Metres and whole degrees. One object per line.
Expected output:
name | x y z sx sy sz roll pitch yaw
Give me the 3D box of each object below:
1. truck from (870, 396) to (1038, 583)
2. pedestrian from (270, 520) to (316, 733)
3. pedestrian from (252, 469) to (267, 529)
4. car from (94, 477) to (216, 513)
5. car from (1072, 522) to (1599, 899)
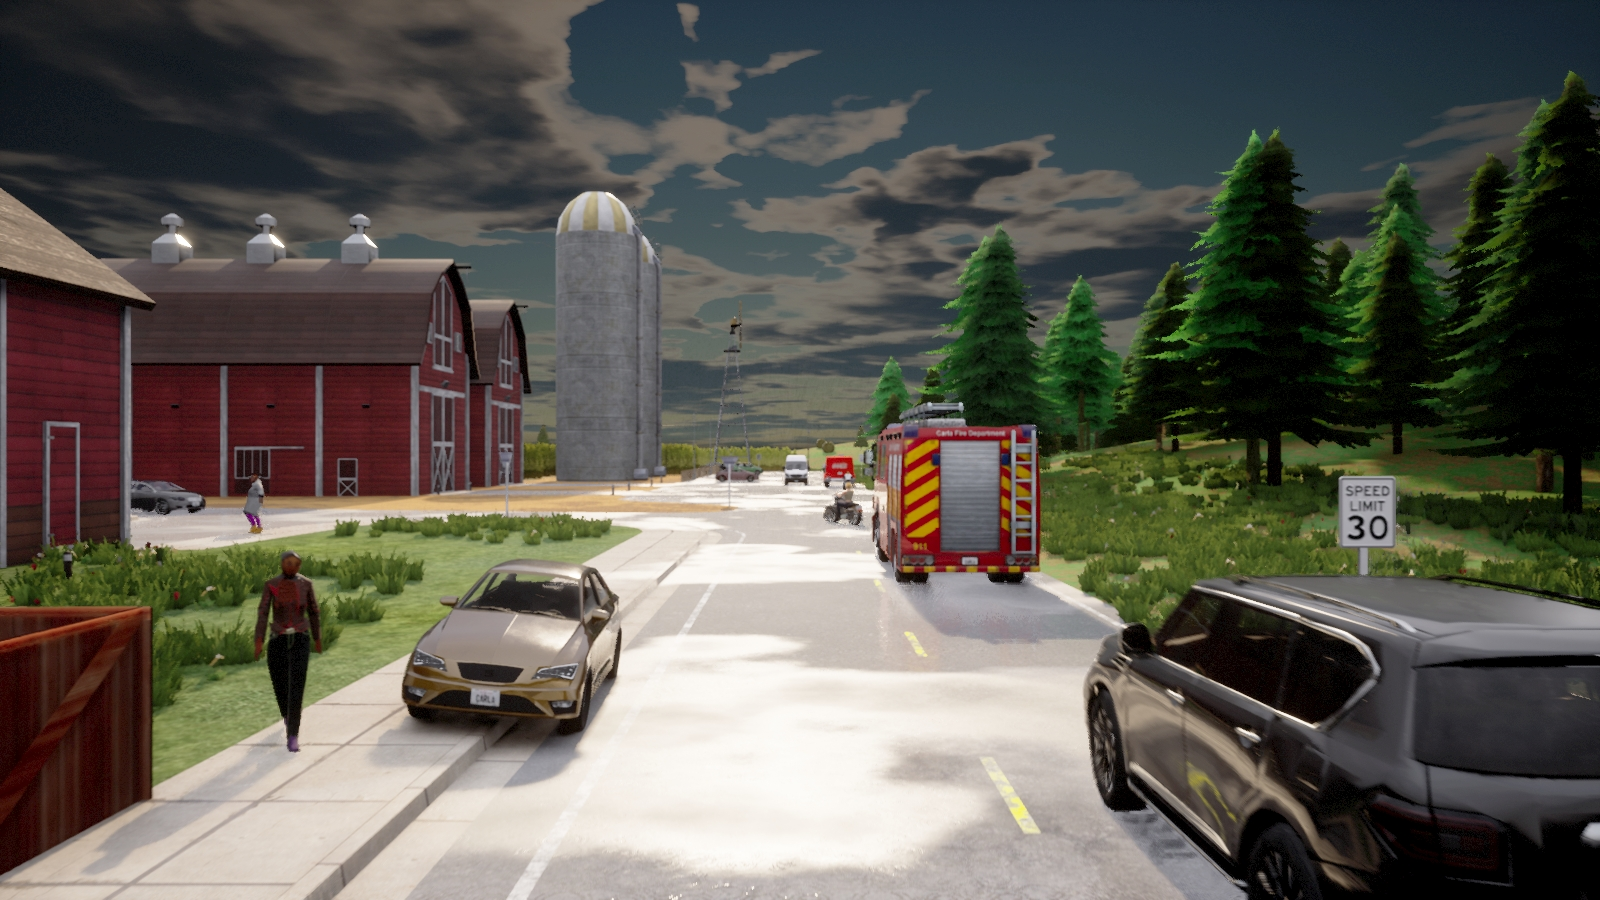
truck | 3.400 0.809 27.596 2.891 3.827 8.468 0 0 0
pedestrian | -4.607 1.579 10.375 0.375 1.860 0.375 0 0 -26
pedestrian | -16.957 1.542 35.839 0.375 1.860 0.375 0 0 -32
car | -29.188 1.998 51.682 4.902 1.511 2.128 0 0 20
car | 3.478 1.659 7.249 2.150 2.045 5.566 0 0 0
